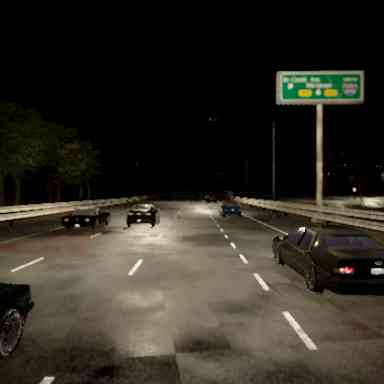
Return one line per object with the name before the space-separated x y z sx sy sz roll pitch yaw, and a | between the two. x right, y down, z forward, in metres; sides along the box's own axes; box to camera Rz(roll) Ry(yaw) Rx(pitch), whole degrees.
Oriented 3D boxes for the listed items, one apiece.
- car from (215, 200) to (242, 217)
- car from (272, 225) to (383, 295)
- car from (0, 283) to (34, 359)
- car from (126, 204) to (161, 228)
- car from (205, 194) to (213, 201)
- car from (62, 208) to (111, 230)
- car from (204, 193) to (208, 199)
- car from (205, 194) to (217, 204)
car | 3.771 1.696 33.135 2.033 1.411 5.357 0 0 1
car | 3.623 1.599 8.974 2.033 1.411 5.357 0 0 0
car | -3.391 1.619 3.066 1.895 1.301 4.718 0 0 0
car | -3.303 1.607 23.240 2.128 1.511 4.902 0 0 0
car | 4.525 1.414 91.214 2.097 1.767 4.553 0 0 1
car | -6.812 1.710 22.015 1.895 1.301 4.718 0 0 0
car | 4.309 1.596 80.276 1.837 1.490 4.892 0 0 1
car | 4.119 1.622 69.306 1.837 1.490 4.892 0 0 1
